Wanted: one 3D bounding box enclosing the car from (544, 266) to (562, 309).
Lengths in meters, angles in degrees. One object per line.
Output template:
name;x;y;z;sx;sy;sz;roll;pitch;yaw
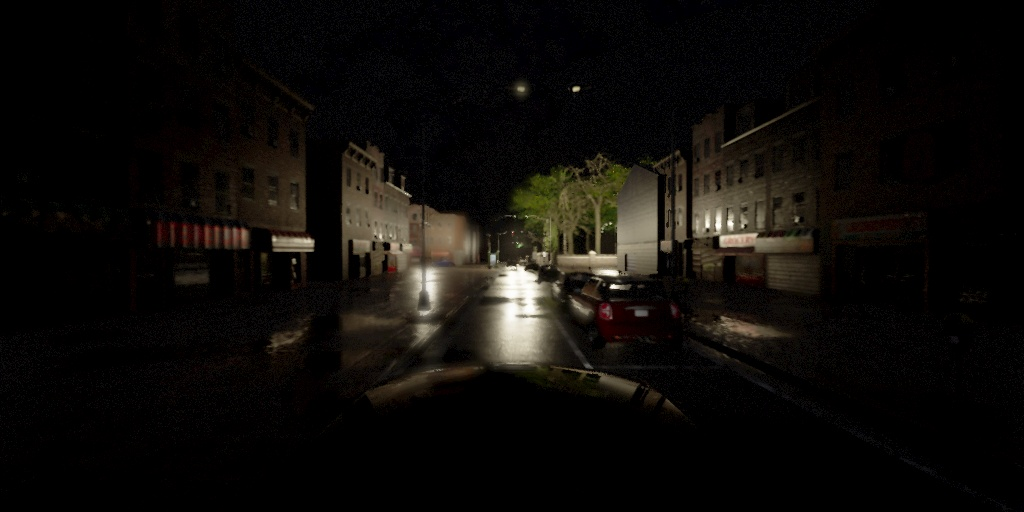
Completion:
car;2.631;1.302;14.838;2.007;1.370;4.403;0;0;0

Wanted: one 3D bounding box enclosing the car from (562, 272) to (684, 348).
car;2.634;1.189;9.217;1.967;1.591;4.097;0;0;0

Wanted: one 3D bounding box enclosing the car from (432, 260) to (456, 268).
car;-12.057;1.383;63.639;4.181;1.385;1.994;0;1;0

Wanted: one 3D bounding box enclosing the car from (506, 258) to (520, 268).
car;-0.025;1.367;65.505;1.837;1.490;4.892;0;-1;0

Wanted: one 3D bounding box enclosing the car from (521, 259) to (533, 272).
car;2.617;1.381;48.568;1.948;1.339;4.313;0;0;0

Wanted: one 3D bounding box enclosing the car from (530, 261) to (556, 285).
car;2.627;1.312;26.082;2.007;1.370;4.403;0;0;0
